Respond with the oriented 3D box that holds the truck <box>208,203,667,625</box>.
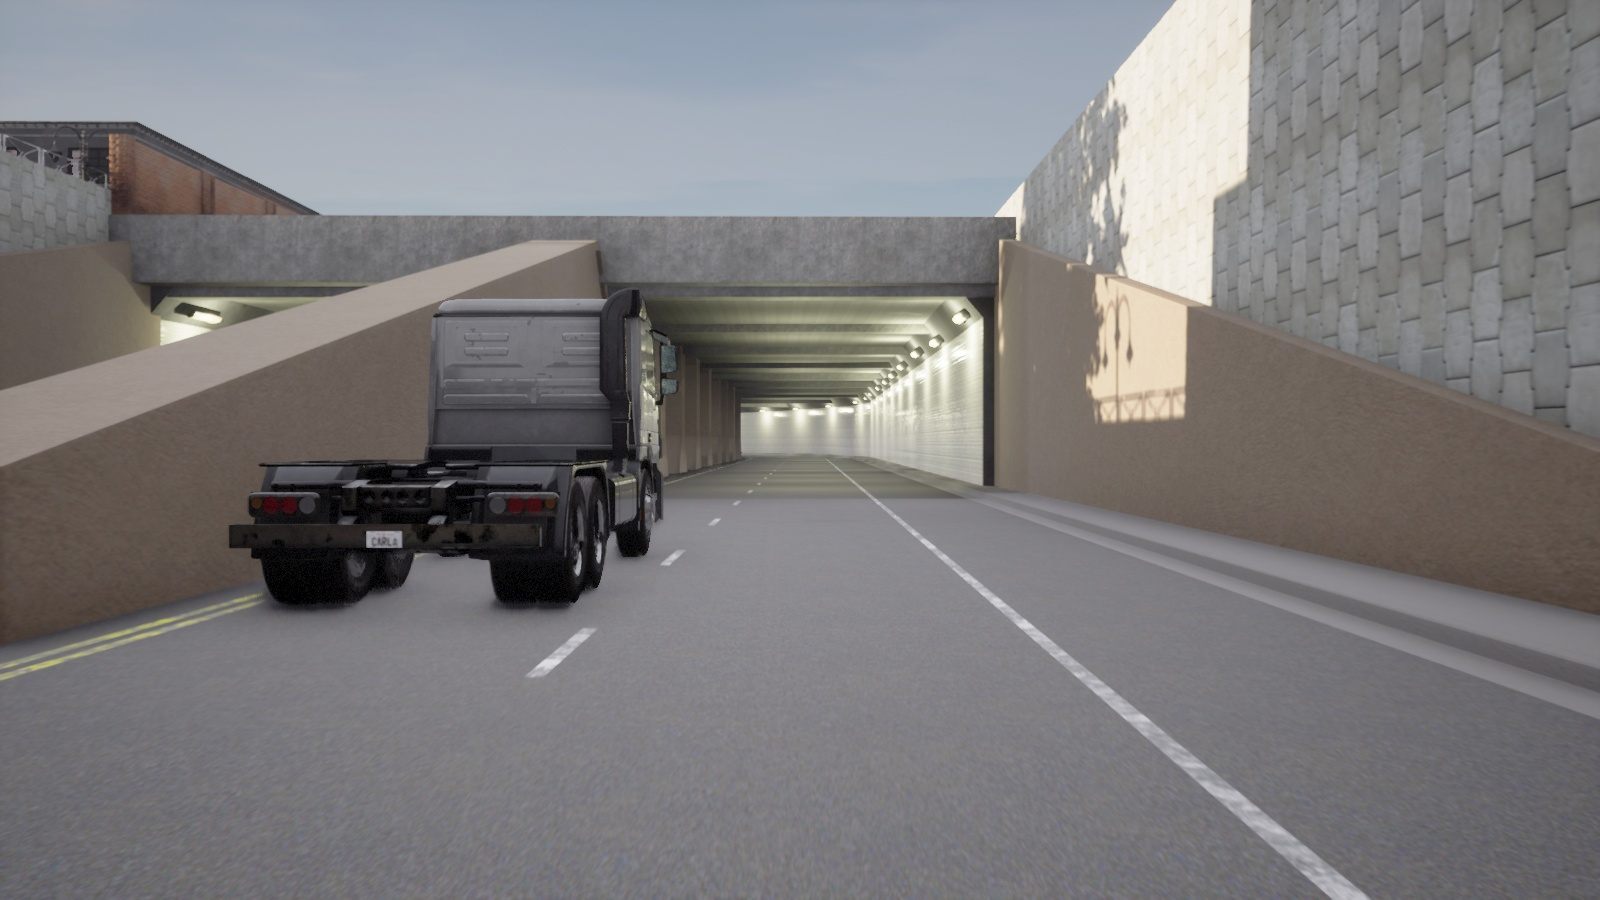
[{"bbox_3d":[-3.404,-0.319,14.296,2.891,3.462,7.936,0,0,0],"label":"truck"}]
